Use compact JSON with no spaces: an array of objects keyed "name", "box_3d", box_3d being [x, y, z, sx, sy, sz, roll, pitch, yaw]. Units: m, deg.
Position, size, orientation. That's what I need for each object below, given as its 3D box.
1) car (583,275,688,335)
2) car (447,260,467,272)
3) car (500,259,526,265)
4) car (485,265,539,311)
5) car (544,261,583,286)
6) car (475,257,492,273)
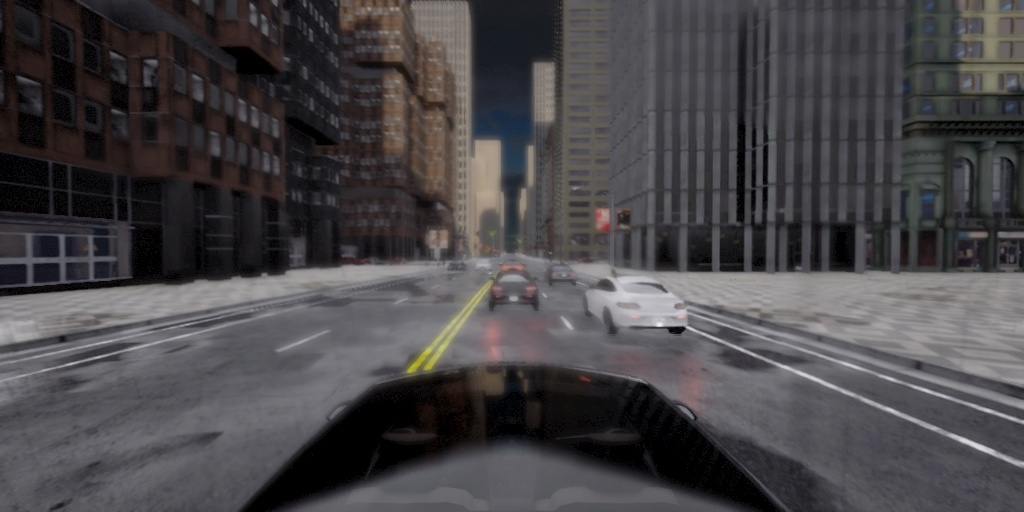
[{"name":"car","box_3d":[3.300,1.262,10.293,1.812,1.442,4.674,0,0,1]},{"name":"car","box_3d":[-6.590,1.223,43.390,1.994,1.385,4.181,0,0,0]},{"name":"car","box_3d":[0.072,1.051,28.433,2.097,1.767,4.553,0,0,0]},{"name":"car","box_3d":[0.076,1.255,14.317,1.812,1.442,4.674,0,0,0]},{"name":"car","box_3d":[3.297,1.255,25.060,2.033,1.411,5.357,0,0,0]},{"name":"car","box_3d":[-3.342,1.185,43.027,1.812,1.442,4.674,0,0,0]}]
